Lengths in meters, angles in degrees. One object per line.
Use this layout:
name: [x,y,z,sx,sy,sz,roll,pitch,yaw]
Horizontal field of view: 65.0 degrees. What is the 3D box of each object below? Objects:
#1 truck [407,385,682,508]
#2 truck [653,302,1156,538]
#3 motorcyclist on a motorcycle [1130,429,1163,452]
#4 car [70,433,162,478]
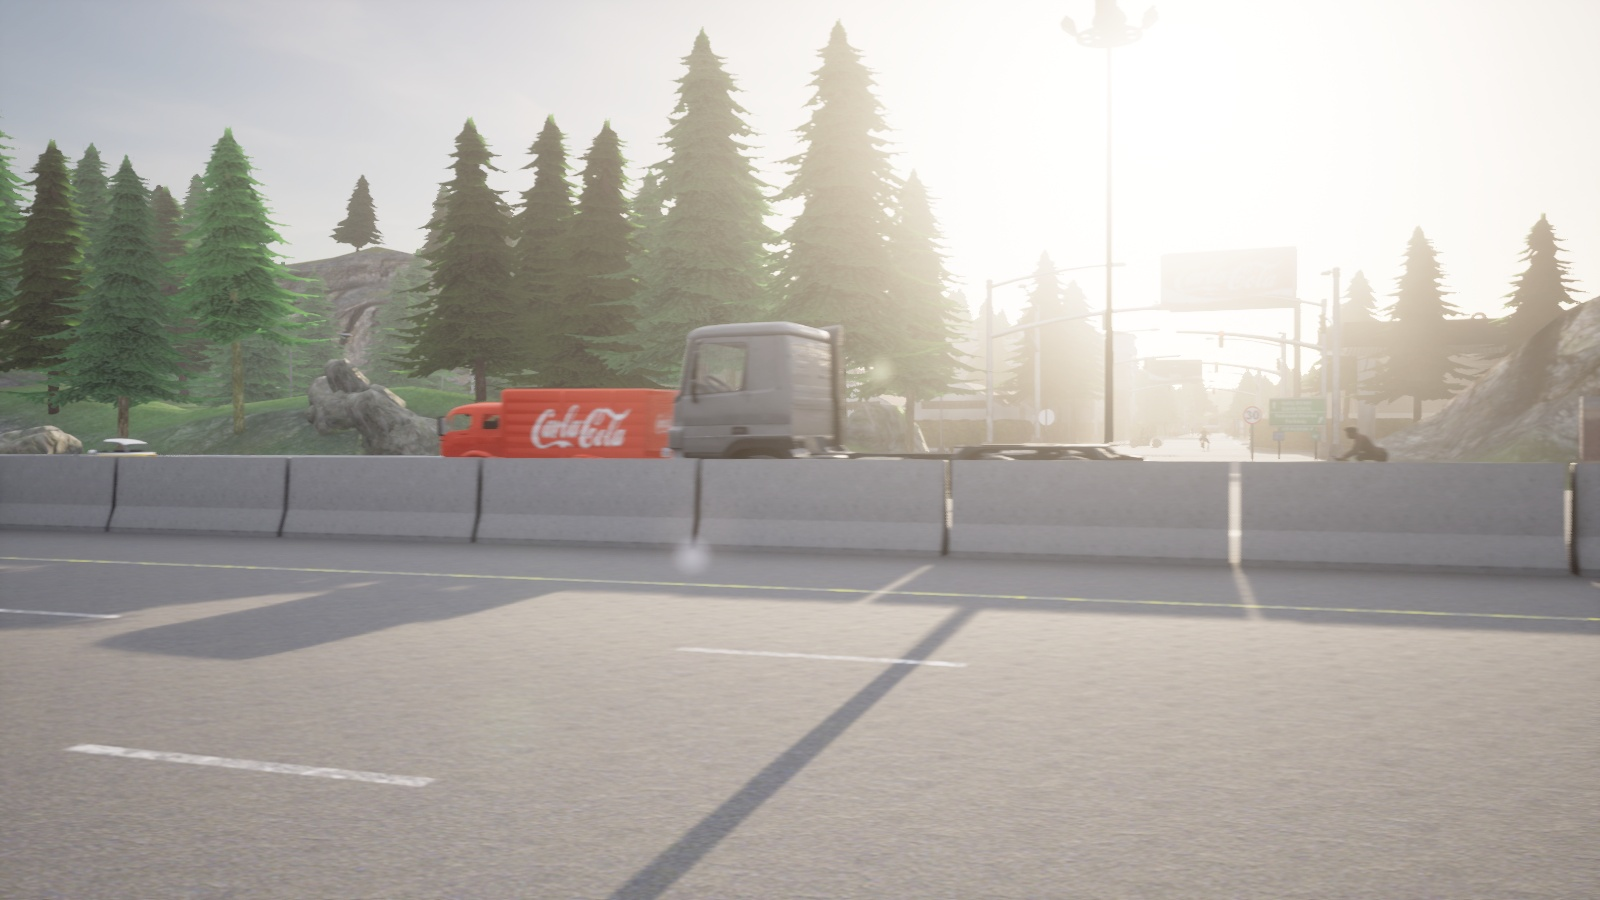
truck: [-5.490,-0.114,27.189,5.204,2.467,2.627,1,1,19]
truck: [1.765,-0.486,21.047,7.936,3.462,2.891,1,1,19]
motorcyclist on a motorcycle: [26.212,-0.717,95.114,2.350,1.649,0.766,1,2,18]
car: [-21.819,0.157,40.077,2.207,1.376,1.481,1,1,19]
